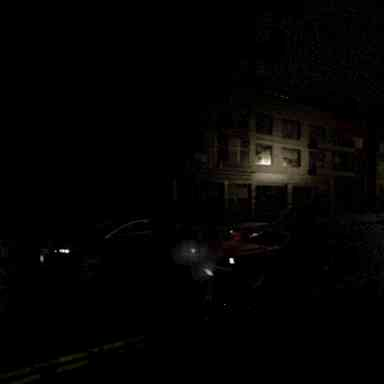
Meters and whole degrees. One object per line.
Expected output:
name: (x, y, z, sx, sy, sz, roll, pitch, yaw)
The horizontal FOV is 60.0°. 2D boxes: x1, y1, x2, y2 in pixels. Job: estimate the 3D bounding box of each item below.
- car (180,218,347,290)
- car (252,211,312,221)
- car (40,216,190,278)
car: (2.215, 1.624, 9.259, 4.718, 1.301, 1.895, 0, 0, -35)
car: (3.679, 1.566, 14.199, 4.674, 1.442, 1.812, 0, 0, -36)
car: (-1.975, 1.513, 10.258, 4.902, 1.511, 2.128, 0, 0, -36)
